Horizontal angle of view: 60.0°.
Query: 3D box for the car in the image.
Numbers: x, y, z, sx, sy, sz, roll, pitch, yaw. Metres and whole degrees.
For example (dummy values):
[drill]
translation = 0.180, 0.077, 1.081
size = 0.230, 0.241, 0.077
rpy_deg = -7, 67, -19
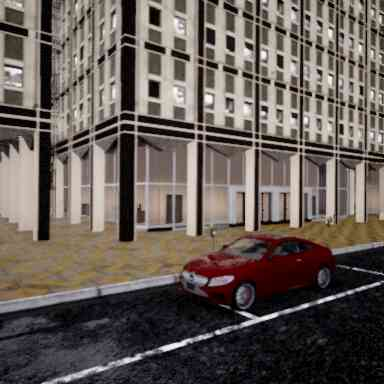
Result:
[car]
translation = 1.682, 1.642, 7.759
size = 4.206, 1.307, 1.802
rpy_deg = 1, 0, -35
